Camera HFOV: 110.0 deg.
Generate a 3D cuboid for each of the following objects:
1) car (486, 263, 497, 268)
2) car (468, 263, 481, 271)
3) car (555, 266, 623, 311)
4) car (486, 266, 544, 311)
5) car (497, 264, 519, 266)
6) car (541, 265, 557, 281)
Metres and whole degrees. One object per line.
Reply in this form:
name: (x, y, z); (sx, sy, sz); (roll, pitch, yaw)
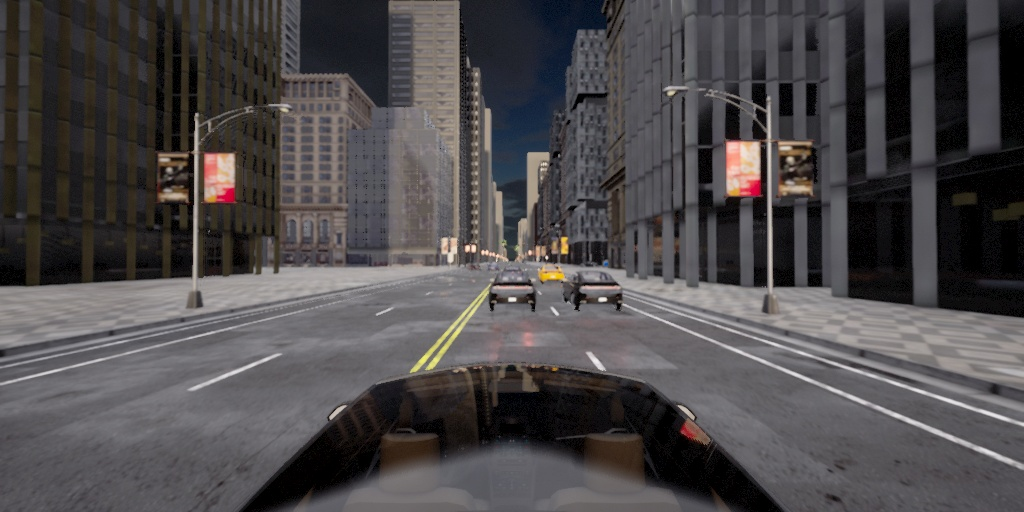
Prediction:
car: (-3.239, 1.873, 62.305); (1.812, 1.442, 4.674); (0, 0, 1)
car: (-6.489, 1.911, 62.346); (1.994, 1.385, 4.181); (0, 0, 1)
car: (3.284, 1.378, 15.315); (2.128, 1.511, 4.902); (0, 0, 1)
car: (0.034, 1.378, 15.322); (2.128, 1.511, 4.902); (0, 0, 1)
car: (0.050, 1.526, 30.317); (2.128, 1.511, 4.902); (0, 0, 1)
car: (3.309, 1.518, 31.061); (1.882, 1.535, 5.008); (0, 0, 1)
